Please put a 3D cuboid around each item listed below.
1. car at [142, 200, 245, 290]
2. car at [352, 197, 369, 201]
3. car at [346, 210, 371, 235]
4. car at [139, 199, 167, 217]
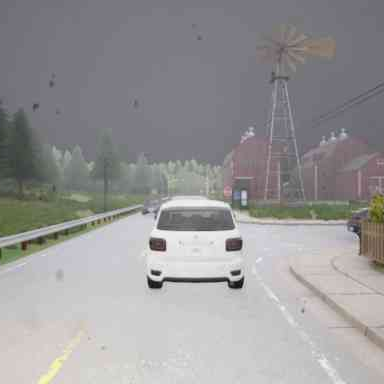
[{"bbox_3d":[0.084,1.221,9.236,2.150,2.045,5.566,0,0,0],"label":"car"},{"bbox_3d":[27.354,1.503,54.483,1.816,1.474,4.193,0,0,-1],"label":"car"},{"bbox_3d":[9.920,1.504,15.687,4.892,1.490,1.837,0,0,-1],"label":"car"},{"bbox_3d":[-3.648,1.489,32.056,2.128,1.511,4.902,0,0,0],"label":"car"}]
